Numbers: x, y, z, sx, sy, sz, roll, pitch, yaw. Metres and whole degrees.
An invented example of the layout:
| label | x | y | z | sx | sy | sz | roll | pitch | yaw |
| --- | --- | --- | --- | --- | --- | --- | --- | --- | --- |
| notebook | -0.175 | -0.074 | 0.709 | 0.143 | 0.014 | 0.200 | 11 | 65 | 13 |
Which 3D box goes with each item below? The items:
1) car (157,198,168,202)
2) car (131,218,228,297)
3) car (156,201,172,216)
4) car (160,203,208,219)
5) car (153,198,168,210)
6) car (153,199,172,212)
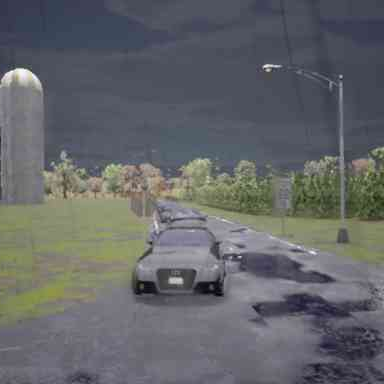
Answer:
| label | x | y | z | sx | sy | sz | roll | pitch | yaw |
| --- | --- | --- | --- | --- | --- | --- | --- | --- | --- |
| car | -2.758 | 1.672 | 35.145 | 2.033 | 1.411 | 5.357 | -1 | 0 | -8 |
| car | -0.145 | 1.616 | 8.707 | 1.994 | 1.385 | 4.181 | -1 | 0 | 5 |
| car | -1.522 | 1.658 | 26.198 | 1.994 | 1.385 | 4.181 | -1 | 0 | -8 |
| car | -0.318 | 1.559 | 17.110 | 2.128 | 1.511 | 4.902 | -1 | 0 | -7 |
| car | -4.653 | 1.645 | 48.210 | 1.882 | 1.535 | 5.008 | -1 | 0 | -8 |
| car | -3.752 | 1.638 | 42.087 | 2.128 | 1.511 | 4.902 | -1 | 0 | -8 |
